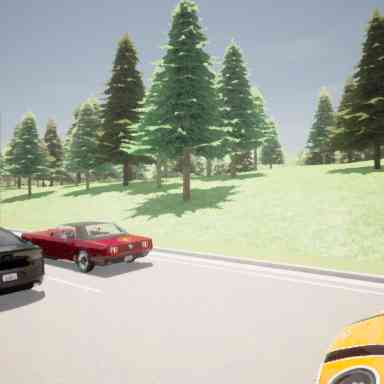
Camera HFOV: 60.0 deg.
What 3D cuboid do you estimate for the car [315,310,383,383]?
[{"bbox_3d":[3.048,1.356,1.811,4.553,1.767,2.097,1,0,36],"label":"car"}]

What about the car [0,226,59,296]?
[{"bbox_3d":[-5.480,1.477,7.805,5.008,1.535,1.882,0,0,36],"label":"car"}]

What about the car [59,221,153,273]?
[{"bbox_3d":[-3.592,1.601,10.760,4.718,1.301,1.895,0,0,36],"label":"car"}]
